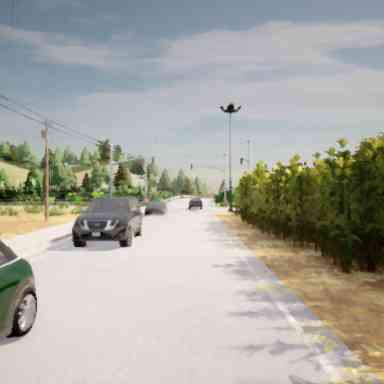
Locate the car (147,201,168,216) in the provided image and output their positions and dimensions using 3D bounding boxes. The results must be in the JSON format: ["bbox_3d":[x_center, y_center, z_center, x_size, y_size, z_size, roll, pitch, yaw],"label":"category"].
[{"bbox_3d":[-3.461,1.564,33.320,2.033,1.411,5.357,0,0,1],"label":"car"}]

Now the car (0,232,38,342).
[{"bbox_3d":[-3.596,1.354,3.596,2.097,1.767,4.553,0,0,0],"label":"car"}]

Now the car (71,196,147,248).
[{"bbox_3d":[-3.601,1.230,15.181,2.150,2.045,5.566,0,0,-1],"label":"car"}]

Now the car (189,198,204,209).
[{"bbox_3d":[0.557,1.526,45.035,1.837,1.490,4.892,0,0,3],"label":"car"}]
